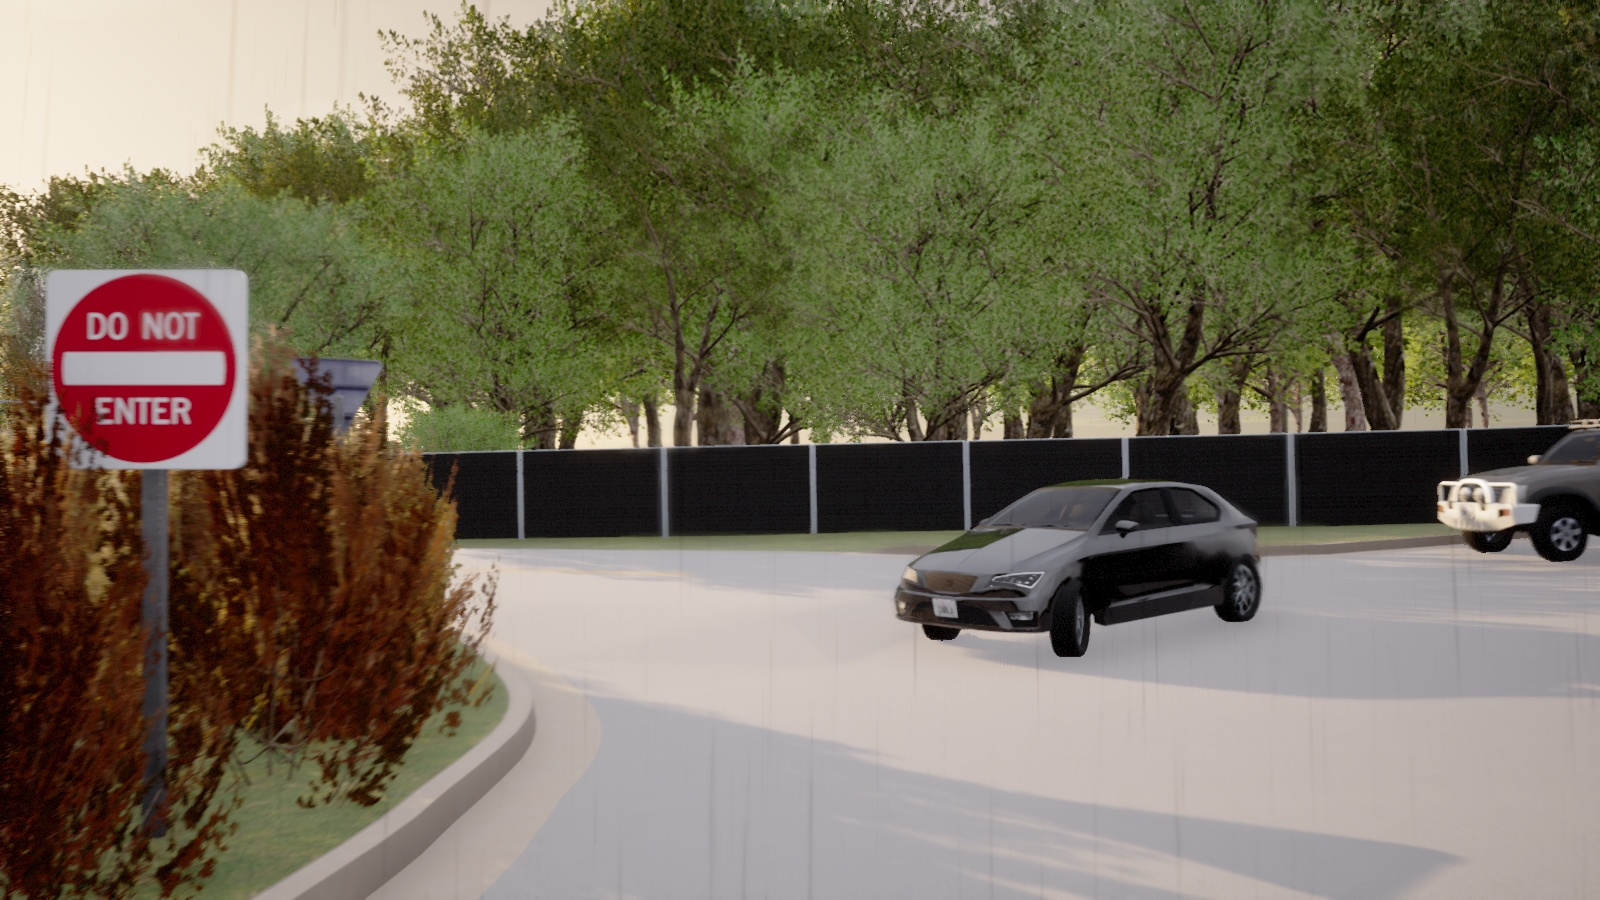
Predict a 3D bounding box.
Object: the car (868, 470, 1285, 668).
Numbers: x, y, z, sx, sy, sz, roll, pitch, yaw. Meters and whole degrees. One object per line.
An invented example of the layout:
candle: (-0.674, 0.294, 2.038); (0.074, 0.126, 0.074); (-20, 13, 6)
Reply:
car: (2.828, 1.019, 12.324); (4.193, 1.474, 1.816); (-2, 0, -41)

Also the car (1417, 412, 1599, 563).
car: (11.588, 0.387, 17.791); (4.605, 1.855, 1.932); (-5, -1, -3)
